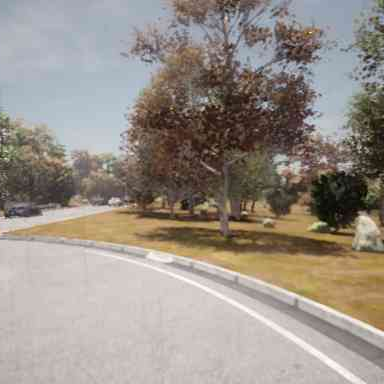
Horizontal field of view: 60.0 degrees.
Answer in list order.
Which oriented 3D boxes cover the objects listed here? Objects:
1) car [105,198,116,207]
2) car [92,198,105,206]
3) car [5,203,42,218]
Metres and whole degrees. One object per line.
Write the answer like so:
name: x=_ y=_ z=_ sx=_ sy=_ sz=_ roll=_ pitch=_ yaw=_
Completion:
car: x=-12.547 y=1.692 z=55.627 sx=1.812 sy=1.442 sz=4.674 roll=-1 pitch=0 yaw=2
car: x=-16.055 y=1.782 z=58.302 sx=1.994 sy=1.385 sz=4.181 roll=-1 pitch=0 yaw=2
car: x=-16.683 y=1.800 z=33.078 sx=1.994 sy=1.385 sz=4.181 roll=-1 pitch=0 yaw=1
